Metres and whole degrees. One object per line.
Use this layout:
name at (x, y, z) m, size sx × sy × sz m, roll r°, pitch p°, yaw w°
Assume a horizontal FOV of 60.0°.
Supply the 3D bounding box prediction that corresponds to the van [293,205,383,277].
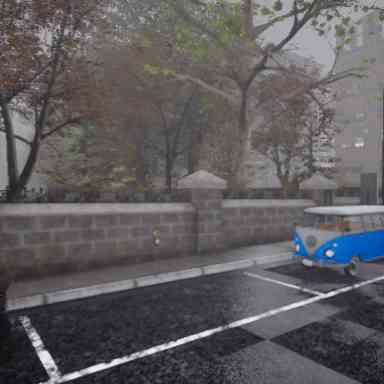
van at (4.729, 1.310, 9.865) m, size 3.998 × 1.788 × 1.690 m, roll 0°, pitch 1°, yaw -35°

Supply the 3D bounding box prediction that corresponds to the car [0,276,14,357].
car at (-4.279, 1.571, 3.471) m, size 4.313 × 1.339 × 1.947 m, roll 0°, pitch 1°, yaw -35°
